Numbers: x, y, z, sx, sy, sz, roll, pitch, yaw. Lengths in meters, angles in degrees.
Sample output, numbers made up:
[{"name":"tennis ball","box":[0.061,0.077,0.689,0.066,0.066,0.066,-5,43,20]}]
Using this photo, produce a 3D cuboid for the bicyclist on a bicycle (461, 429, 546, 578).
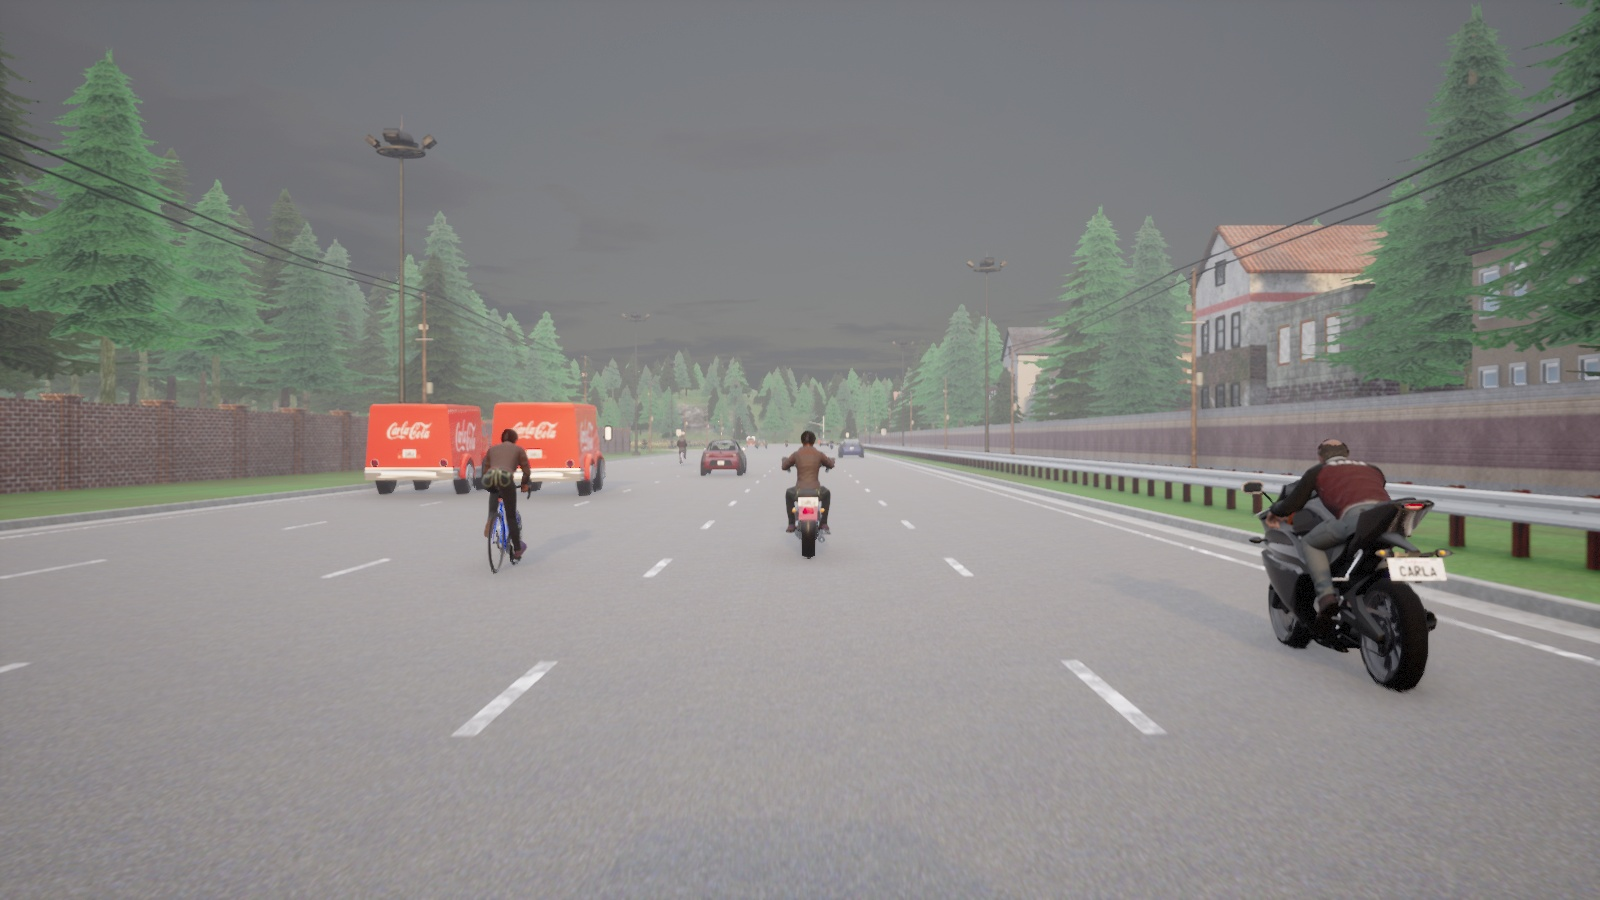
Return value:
[{"name":"bicyclist on a bicycle","box":[-3.389,0.578,14.470,0.582,1.620,1.656,0,0,0]}]

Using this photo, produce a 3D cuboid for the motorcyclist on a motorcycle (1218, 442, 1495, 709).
[{"name":"motorcyclist on a motorcycle","box":[3.562,0.716,8.311,0.866,1.530,2.191,0,0,0]}]

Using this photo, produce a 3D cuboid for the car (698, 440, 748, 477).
[{"name":"car","box":[-3.190,0.326,52.798,1.816,1.474,4.193,0,0,0]}]

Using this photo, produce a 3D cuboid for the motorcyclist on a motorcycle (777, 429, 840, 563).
[{"name":"motorcyclist on a motorcycle","box":[0.108,0.561,16.579,0.766,1.649,2.350,0,0,0]}]

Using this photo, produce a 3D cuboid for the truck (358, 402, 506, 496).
[{"name":"truck","box":[-10.287,-0.040,35.634,2.627,2.467,5.204,0,0,0]}]

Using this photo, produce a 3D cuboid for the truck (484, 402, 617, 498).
[{"name":"truck","box":[-6.789,-0.031,34.902,2.627,2.467,5.204,0,0,0]}]
